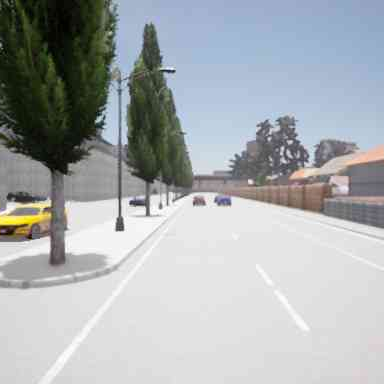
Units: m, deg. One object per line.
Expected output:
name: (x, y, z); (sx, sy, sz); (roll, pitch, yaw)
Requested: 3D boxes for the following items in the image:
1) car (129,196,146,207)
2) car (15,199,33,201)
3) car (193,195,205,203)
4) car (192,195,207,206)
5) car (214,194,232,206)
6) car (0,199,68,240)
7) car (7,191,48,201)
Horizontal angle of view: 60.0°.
car: (-7.141, 1.245, 44.442); (1.895, 1.301, 4.718); (1, 0, 2)
car: (-11.051, 1.407, 24.304); (1.895, 1.301, 4.718); (0, 0, 2)
car: (1.153, 1.198, 56.382); (1.895, 1.301, 4.718); (0, 0, 1)
car: (1.027, 1.187, 47.395); (1.812, 1.442, 4.674); (0, 0, 2)
car: (4.507, 1.148, 46.936); (1.882, 1.535, 5.008); (0, 0, 1)
car: (-7.807, 1.346, 16.342); (1.882, 1.535, 5.008); (0, 0, 1)
car: (-20.502, 0.710, 41.654); (4.892, 1.490, 1.837); (5, 0, 3)
